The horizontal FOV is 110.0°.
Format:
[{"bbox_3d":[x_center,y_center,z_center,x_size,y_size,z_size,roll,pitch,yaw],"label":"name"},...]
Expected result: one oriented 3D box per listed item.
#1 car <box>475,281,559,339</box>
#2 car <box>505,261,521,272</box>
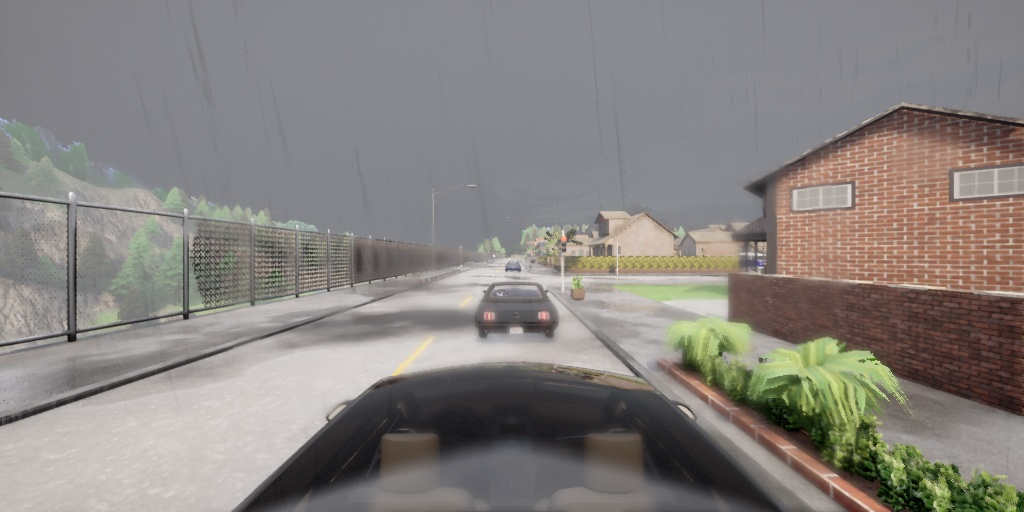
[{"bbox_3d":[0.107,1.351,10.106,1.895,1.301,4.718,0,0,0],"label":"car"},{"bbox_3d":[0.147,1.314,46.395,1.994,1.385,4.181,0,0,0],"label":"car"}]
